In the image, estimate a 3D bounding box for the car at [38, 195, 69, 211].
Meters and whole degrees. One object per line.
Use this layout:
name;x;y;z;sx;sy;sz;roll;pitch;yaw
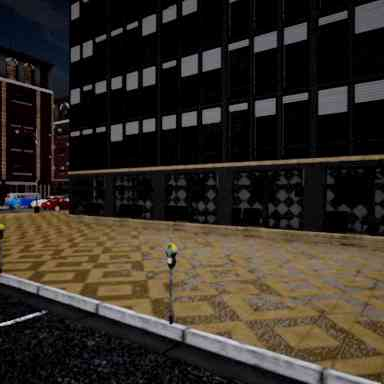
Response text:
car;-13.557;1.257;35.117;1.887;1.381;4.507;1;1;35

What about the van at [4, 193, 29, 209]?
van;-20.036;1.035;39.598;1.690;1.788;3.998;1;1;35

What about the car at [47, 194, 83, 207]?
car;-16.802;1.065;44.240;1.967;1.590;4.097;1;1;35

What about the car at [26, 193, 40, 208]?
car;-16.828;1.200;39.914;1.812;1.442;4.674;0;1;35
